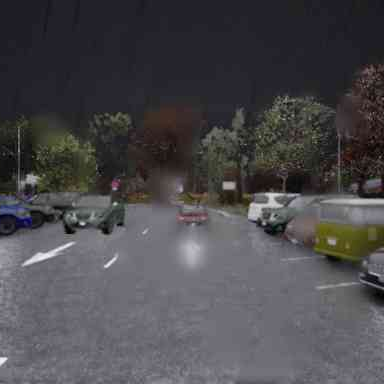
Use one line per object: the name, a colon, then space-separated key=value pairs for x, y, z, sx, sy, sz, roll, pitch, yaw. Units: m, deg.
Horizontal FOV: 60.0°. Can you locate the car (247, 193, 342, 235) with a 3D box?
car: x=5.916 y=1.127 z=16.259 sx=5.566 sy=2.045 sz=2.435 roll=1 pitch=1 yaw=-20

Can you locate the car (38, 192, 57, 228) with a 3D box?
car: x=-10.994 y=1.105 z=19.478 sx=5.566 sy=2.045 sz=2.435 roll=-1 pitch=0 yaw=-20

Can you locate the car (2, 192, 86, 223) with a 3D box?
car: x=-11.044 y=1.066 z=25.362 sx=5.566 sy=2.045 sz=2.435 roll=-1 pitch=1 yaw=-20

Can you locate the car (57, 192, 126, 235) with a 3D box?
car: x=-5.113 y=1.099 z=18.296 sx=2.150 sy=2.045 sz=5.566 roll=0 pitch=0 yaw=0

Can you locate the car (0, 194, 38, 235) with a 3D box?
car: x=-10.994 y=1.125 z=16.519 sx=5.566 sy=2.045 sz=2.435 roll=-1 pitch=0 yaw=-20

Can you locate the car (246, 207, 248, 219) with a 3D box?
car: x=5.954 y=1.107 z=19.319 sx=5.566 sy=2.045 sz=2.435 roll=1 pitch=0 yaw=-20

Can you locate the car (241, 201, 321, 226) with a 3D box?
car: x=5.947 y=1.367 z=22.345 sx=4.792 sy=1.488 sz=2.163 roll=1 pitch=0 yaw=-20

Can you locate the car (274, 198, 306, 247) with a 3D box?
car: x=5.970 y=1.273 z=13.262 sx=4.553 sy=1.767 sz=2.185 roll=1 pitch=1 yaw=-20

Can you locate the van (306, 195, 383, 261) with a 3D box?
van: x=6.049 y=1.194 z=10.278 sx=4.442 sy=1.987 sz=1.878 roll=1 pitch=0 yaw=-20

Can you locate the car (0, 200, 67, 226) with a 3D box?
car: x=-11.001 y=1.366 z=22.446 sx=4.792 sy=1.488 sz=2.163 roll=-1 pitch=0 yaw=-20

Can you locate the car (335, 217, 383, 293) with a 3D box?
car: x=5.947 y=1.440 z=7.212 sx=4.892 sy=1.521 sz=2.231 roll=1 pitch=1 yaw=-20

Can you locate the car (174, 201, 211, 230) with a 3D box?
car: x=0.085 y=1.467 z=19.962 sx=1.895 sy=1.301 sz=4.718 roll=0 pitch=0 yaw=0

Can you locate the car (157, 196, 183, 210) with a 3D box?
car: x=-2.496 y=1.239 z=37.746 sx=2.128 sy=1.511 sz=4.902 roll=0 pitch=0 yaw=-27
